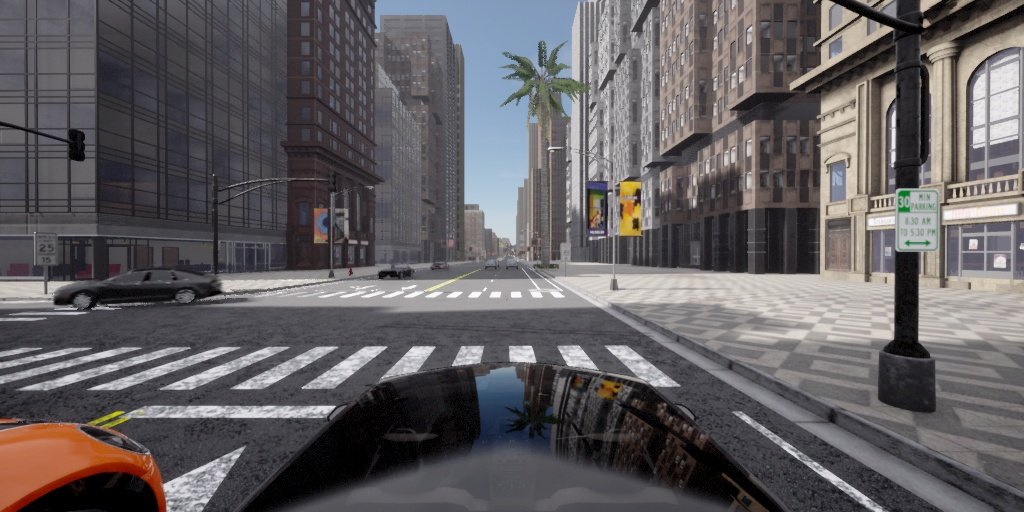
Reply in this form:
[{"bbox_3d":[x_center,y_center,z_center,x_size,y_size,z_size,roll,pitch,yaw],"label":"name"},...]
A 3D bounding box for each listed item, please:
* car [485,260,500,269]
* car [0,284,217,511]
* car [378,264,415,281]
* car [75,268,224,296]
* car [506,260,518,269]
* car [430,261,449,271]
[{"bbox_3d":[-3.226,1.334,55.736,2.033,1.411,5.357,0,0,0],"label":"car"},{"bbox_3d":[-3.150,1.102,0.256,2.097,1.767,4.553,0,0,0],"label":"car"},{"bbox_3d":[-9.836,1.358,30.721,1.895,1.301,4.718,0,0,0],"label":"car"},{"bbox_3d":[-14.986,1.262,14.736,4.892,1.490,1.837,0,3,-29],"label":"car"},{"bbox_3d":[0.024,1.334,55.734,2.033,1.411,5.357,0,0,0],"label":"car"},{"bbox_3d":[-9.813,1.340,49.011,1.994,1.385,4.181,0,0,0],"label":"car"}]
